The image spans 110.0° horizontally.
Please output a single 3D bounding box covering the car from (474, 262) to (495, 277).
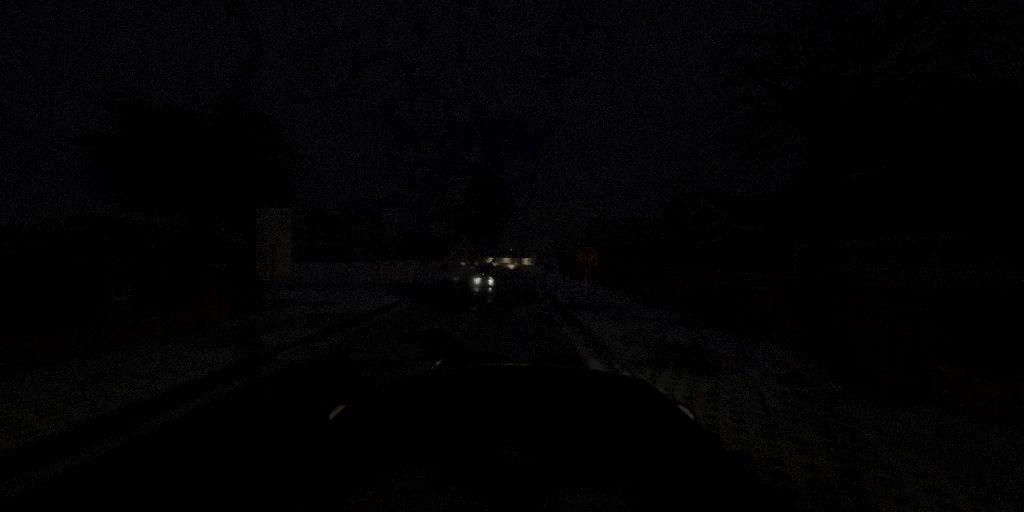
[{"bbox_3d":[-2.601,1.288,35.253,2.033,1.411,5.357,0,0,0],"label":"car"}]
